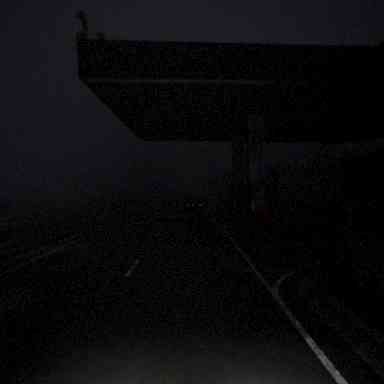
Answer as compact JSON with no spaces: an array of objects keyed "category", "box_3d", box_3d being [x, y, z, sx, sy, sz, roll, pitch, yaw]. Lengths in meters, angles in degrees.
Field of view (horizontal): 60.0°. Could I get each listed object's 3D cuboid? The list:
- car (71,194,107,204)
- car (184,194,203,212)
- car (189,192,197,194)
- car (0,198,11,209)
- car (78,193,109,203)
[{"category":"car","box_3d":[-16.353,1.073,52.233,5.027,1.636,2.152,-1,1,0]},{"category":"car","box_3d":[0.153,1.257,34.262,2.033,1.411,5.357,-1,1,0]},{"category":"car","box_3d":[0.077,0.826,59.027,2.097,1.767,4.553,-1,1,-3]},{"category":"car","box_3d":[-23.979,1.270,40.358,3.633,1.501,1.845,-1,1,0]},{"category":"car","box_3d":[-16.417,1.053,55.370,4.514,1.523,2.007,-1,1,0]}]
